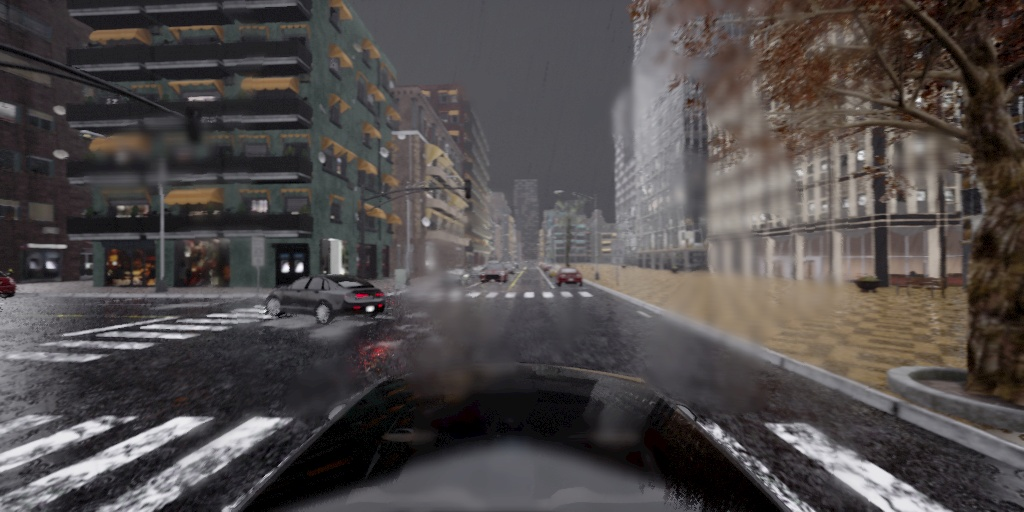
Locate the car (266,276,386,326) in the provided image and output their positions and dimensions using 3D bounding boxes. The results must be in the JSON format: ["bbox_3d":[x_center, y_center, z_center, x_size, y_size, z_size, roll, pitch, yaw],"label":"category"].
[{"bbox_3d":[-6.565,1.419,12.532,4.892,1.490,1.837,0,-3,30],"label":"car"}]

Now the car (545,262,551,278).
[{"bbox_3d":[4.778,1.570,37.870,1.751,1.417,4.829,0,0,3],"label":"car"}]

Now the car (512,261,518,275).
[{"bbox_3d":[-0.556,1.701,46.305,1.837,1.490,4.892,-1,0,3],"label":"car"}]

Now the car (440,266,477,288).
[{"bbox_3d":[-4.203,1.595,27.109,2.007,1.370,4.403,0,0,3],"label":"car"}]

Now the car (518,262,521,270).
[{"bbox_3d":[0.410,1.572,62.439,1.837,1.490,4.892,-1,-1,3],"label":"car"}]

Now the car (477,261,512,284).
[{"bbox_3d":[-1.416,1.400,30.819,2.097,1.767,4.553,-1,-1,3],"label":"car"}]

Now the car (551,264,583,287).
[{"bbox_3d":[4.165,1.485,26.652,1.888,1.381,4.507,0,0,3],"label":"car"}]

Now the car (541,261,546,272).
[{"bbox_3d":[5.675,1.788,54.272,1.802,1.307,4.207,0,0,3],"label":"car"}]

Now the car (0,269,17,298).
[{"bbox_3d":[-26.713,1.296,17.176,4.097,1.591,1.967,0,0,3],"label":"car"}]
